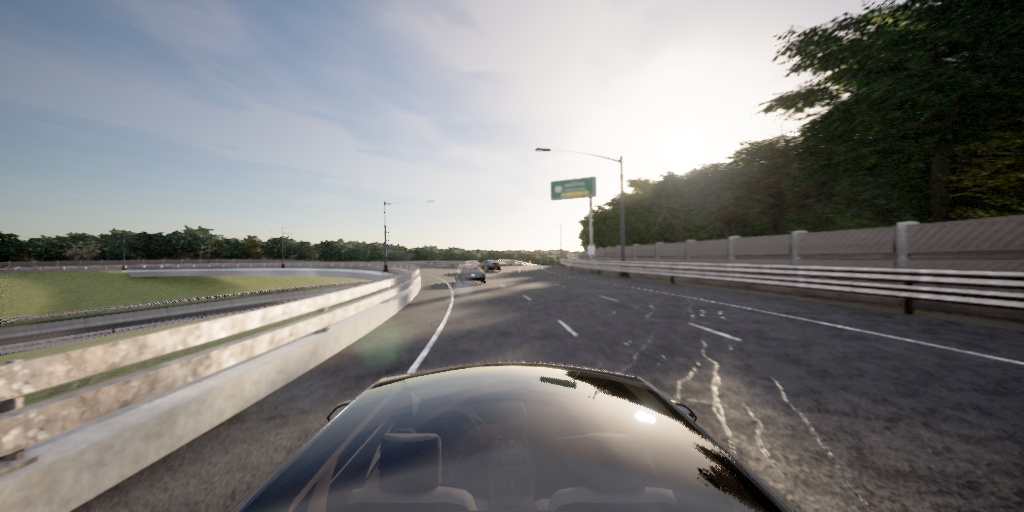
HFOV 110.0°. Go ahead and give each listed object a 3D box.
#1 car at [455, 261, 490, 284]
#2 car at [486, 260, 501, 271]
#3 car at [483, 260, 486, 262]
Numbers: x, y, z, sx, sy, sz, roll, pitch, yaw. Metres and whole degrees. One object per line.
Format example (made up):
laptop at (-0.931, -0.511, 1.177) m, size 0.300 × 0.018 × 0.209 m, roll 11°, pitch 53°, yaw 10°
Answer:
car at (-3.335, 1.372, 28.062) m, size 1.994 × 1.385 × 4.181 m, roll -1°, pitch 0°, yaw -15°
car at (-3.054, 1.306, 47.994) m, size 1.837 × 1.490 × 4.892 m, roll 0°, pitch 0°, yaw -25°
car at (-5.181, 1.317, 44.153) m, size 1.882 × 1.535 × 5.008 m, roll -1°, pitch 0°, yaw -23°
